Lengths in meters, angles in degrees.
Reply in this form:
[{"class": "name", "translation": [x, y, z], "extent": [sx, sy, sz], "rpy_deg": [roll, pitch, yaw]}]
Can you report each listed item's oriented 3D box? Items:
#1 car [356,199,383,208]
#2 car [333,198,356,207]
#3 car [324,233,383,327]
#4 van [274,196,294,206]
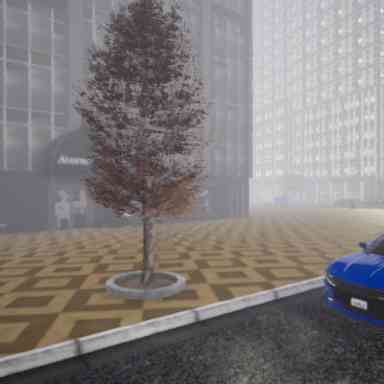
[{"class": "car", "translation": [28.359, 1.673, 51.415], "extent": [1.947, 1.339, 4.313], "rpy_deg": [-1, 0, -23]}, {"class": "car", "translation": [26.135, 1.760, 56.581], "extent": [1.947, 1.339, 4.313], "rpy_deg": [-1, 0, -23]}, {"class": "car", "translation": [4.643, 1.427, 6.530], "extent": [5.008, 1.535, 1.882], "rpy_deg": [-1, 0, -34]}, {"class": "van", "translation": [16.209, 1.642, 58.435], "extent": [1.690, 1.788, 3.998], "rpy_deg": [-1, 0, -23]}]
